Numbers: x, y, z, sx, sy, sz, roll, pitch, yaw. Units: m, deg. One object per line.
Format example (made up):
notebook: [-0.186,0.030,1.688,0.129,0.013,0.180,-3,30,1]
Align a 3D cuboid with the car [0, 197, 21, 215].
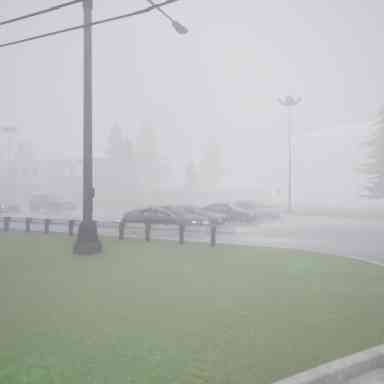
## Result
car: [-19.942,1.352,34.459,4.553,1.767,2.097,0,0,25]

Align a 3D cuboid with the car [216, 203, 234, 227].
car: [-0.328,1.543,21.259,5.357,1.411,2.033,0,0,25]

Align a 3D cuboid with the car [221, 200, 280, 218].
car: [5.329,1.484,30.197,4.902,1.511,2.128,0,0,25]

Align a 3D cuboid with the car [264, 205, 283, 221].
car: [4.808,1.593,26.567,4.718,1.301,1.895,0,0,25]

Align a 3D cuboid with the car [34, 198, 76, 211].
car: [-17.016,1.504,41.316,4.892,1.490,1.837,-1,0,20]

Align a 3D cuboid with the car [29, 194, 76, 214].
car: [-15.165,1.219,36.063,5.566,2.045,2.150,0,0,25]

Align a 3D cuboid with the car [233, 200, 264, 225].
car: [2.444,1.519,23.819,4.674,1.442,1.812,0,0,25]

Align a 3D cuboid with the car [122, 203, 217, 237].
car: [-1.458,1.488,17.922,4.902,1.511,2.128,0,0,25]
